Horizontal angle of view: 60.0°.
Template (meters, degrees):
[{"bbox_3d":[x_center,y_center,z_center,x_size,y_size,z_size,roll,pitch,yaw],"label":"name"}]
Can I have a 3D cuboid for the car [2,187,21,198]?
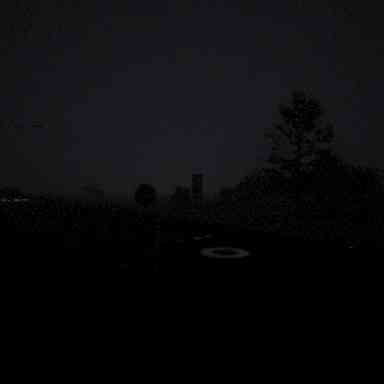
[{"bbox_3d":[-24.895,0.094,45.923,1.882,1.535,5.008,-1,2,-38],"label":"car"}]
